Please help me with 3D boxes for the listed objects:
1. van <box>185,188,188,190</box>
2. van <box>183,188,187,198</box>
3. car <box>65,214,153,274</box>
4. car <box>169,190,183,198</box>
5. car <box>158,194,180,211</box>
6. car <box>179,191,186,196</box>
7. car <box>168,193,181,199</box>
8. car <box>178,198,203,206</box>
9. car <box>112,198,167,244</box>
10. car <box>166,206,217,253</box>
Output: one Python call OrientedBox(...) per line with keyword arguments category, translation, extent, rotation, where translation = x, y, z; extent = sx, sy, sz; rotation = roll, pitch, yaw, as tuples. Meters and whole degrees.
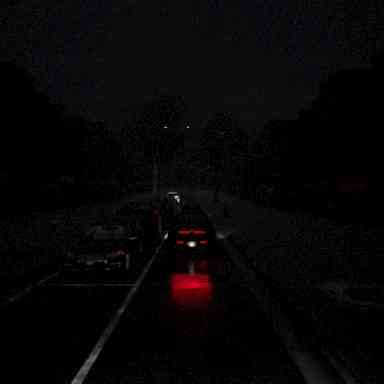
OrientedBox(category="van", translation=(-2.641, 0.412, 88.450), extent=(1.690, 1.788, 3.998), rotation=(1, 2, 0))
OrientedBox(category="van", translation=(-2.643, 0.703, 77.363), extent=(1.690, 1.788, 3.998), rotation=(0, 1, 0))
OrientedBox(category="car", translation=(-2.655, 1.633, 10.817), extent=(2.008, 1.369, 4.403), rotation=(-1, 0, 0))
OrientedBox(category="car", translation=(-2.990, 1.036, 54.003), extent=(2.150, 2.045, 5.566), rotation=(0, 1, 0))
OrientedBox(category="car", translation=(-2.653, 1.377, 33.007), extent=(2.192, 1.841, 5.009), rotation=(-1, 0, 0))
OrientedBox(category="car", translation=(-2.642, 0.473, 93.999), extent=(1.947, 1.339, 4.313), rotation=(1, 2, 0))
OrientedBox(category="car", translation=(-3.022, 1.386, 46.978), extent=(1.882, 1.535, 5.008), rotation=(0, 1, 0))
OrientedBox(category="car", translation=(0.000, 1.592, 29.267), extent=(1.837, 1.490, 4.892), rotation=(0, 1, 0))
OrientedBox(category="car", translation=(-2.659, 1.419, 16.370), extent=(2.192, 1.841, 5.009), rotation=(-1, 0, 0))
OrientedBox(category="car", translation=(0.002, 1.604, 14.273), extent=(1.837, 1.490, 4.892), rotation=(0, 0, 0))
